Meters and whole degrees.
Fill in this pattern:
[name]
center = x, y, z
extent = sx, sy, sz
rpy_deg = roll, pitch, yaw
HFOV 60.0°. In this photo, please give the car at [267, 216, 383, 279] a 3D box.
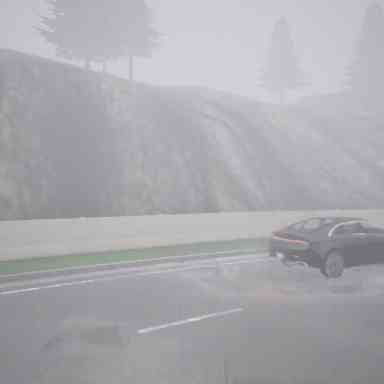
[car]
center = 4.570, 1.494, 9.931
extent = 4.902, 1.511, 2.128
rpy_deg = 0, 0, -24
